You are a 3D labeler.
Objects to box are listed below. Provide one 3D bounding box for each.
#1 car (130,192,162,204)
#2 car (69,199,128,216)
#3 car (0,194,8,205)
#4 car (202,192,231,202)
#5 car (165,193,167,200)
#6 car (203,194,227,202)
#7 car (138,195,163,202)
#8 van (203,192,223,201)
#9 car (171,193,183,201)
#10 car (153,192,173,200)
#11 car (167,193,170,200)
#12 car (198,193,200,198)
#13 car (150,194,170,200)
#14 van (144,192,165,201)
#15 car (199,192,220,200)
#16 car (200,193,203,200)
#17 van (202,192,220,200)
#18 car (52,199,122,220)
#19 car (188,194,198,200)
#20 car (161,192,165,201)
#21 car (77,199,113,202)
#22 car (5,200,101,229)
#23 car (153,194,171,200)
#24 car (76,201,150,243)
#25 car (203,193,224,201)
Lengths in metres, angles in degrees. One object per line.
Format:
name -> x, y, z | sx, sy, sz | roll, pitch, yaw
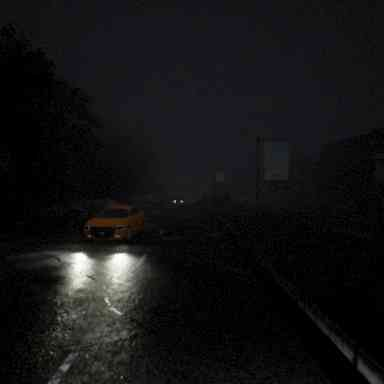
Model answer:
car -> -8.291, 1.228, 58.358 | 5.008, 1.535, 2.097 | 0, 0, 0
car -> -8.313, 1.387, 29.873 | 4.674, 1.452, 2.002 | 0, 0, 0
car -> -26.610, 0.793, 43.199 | 4.553, 1.767, 2.097 | 1, 3, 0
car -> 4.791, 1.227, 61.114 | 4.892, 1.521, 2.231 | 0, 0, 0
car -> -8.261, 1.118, 72.282 | 4.553, 1.767, 2.185 | 0, 0, 0
car -> 4.782, 1.235, 69.519 | 4.892, 1.521, 2.231 | 0, 0, 0
car -> -8.294, 1.268, 66.713 | 4.674, 1.452, 2.002 | 0, 0, 0
van -> 4.901, 1.045, 77.930 | 4.442, 1.987, 1.878 | 0, 0, 0
car -> -3.212, 1.156, 79.959 | 2.097, 1.767, 4.553 | 0, 0, 0
car -> -8.288, 1.108, 94.560 | 5.566, 2.045, 2.435 | 0, 0, 0
car -> -8.295, 1.324, 80.634 | 4.674, 1.452, 2.002 | 0, 0, 0
car -> 4.759, 0.994, 72.325 | 5.566, 2.045, 2.435 | 0, 0, 0
car -> -8.299, 1.313, 86.205 | 5.008, 1.535, 2.097 | 0, 0, 0
van -> -8.409, 1.029, 75.063 | 4.442, 1.987, 1.878 | 0, 0, 0
car -> 4.743, 1.078, 89.144 | 5.566, 2.045, 2.435 | 0, 0, 0
car -> 4.758, 0.974, 63.915 | 5.566, 2.045, 2.435 | 0, 0, 0
van -> 4.663, 1.074, 83.537 | 4.442, 1.987, 1.878 | 0, 0, 0
car -> -8.323, 1.361, 26.724 | 5.008, 1.535, 2.097 | 0, 0, 0
car -> 0.029, 1.436, 87.521 | 1.895, 1.301, 4.718 | 0, 0, 0
car -> -8.298, 1.224, 63.926 | 5.008, 1.535, 2.097 | 0, 0, 0
car -> -8.314, 1.377, 23.451 | 4.892, 1.521, 2.231 | 0, 0, 0
car -> -8.319, 1.430, 20.175 | 4.674, 1.452, 2.002 | 0, 0, 0
car -> -8.341, 1.372, 91.775 | 4.792, 1.488, 2.163 | 0, 0, 0
car -> -3.534, 1.405, 15.997 | 1.882, 1.535, 5.008 | 0, 0, 3
car -> 4.818, 1.131, 75.126 | 4.553, 1.767, 2.185 | 0, 0, 0
